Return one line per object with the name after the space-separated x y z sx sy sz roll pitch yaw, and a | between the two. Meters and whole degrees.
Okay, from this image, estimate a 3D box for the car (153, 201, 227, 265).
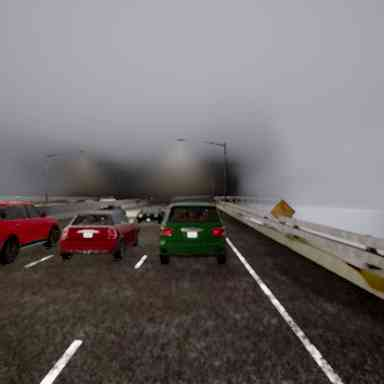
0.036 1.355 12.388 2.150 2.045 5.566 0 0 1 | car

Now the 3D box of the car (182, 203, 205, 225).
0.162 1.800 28.224 1.837 1.490 4.892 0 0 1 | car

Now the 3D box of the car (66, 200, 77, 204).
-23.733 2.260 65.686 1.895 1.301 4.718 0 -1 1 | car

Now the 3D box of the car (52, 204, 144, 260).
-3.448 1.491 13.245 2.097 1.767 4.553 0 -1 1 | car

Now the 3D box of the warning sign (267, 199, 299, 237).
4.581 1.291 16.788 1.300 1.860 1.060 -1 -2 0 | warning sign

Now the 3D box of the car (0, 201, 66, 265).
-6.963 1.357 12.426 2.150 2.045 5.566 0 0 1 | car

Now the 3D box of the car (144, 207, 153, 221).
-3.342 1.892 28.014 1.895 1.301 4.718 0 -1 1 | car

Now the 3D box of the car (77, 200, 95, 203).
-20.233 2.203 65.631 2.033 1.411 5.357 0 -1 1 | car

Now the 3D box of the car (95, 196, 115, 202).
-16.738 1.884 65.522 2.150 2.045 5.566 0 -1 1 | car
